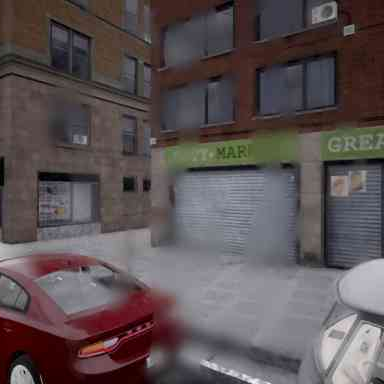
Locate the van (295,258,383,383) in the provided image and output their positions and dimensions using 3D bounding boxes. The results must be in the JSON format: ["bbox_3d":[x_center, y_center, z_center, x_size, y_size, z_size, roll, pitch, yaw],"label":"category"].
[{"bbox_3d":[2.422,1.341,1.349,3.998,1.788,1.690,0,0,35],"label":"van"}]

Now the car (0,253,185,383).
[{"bbox_3d":[-2.186,1.544,4.637,4.507,1.381,1.887,0,0,35],"label":"car"}]
